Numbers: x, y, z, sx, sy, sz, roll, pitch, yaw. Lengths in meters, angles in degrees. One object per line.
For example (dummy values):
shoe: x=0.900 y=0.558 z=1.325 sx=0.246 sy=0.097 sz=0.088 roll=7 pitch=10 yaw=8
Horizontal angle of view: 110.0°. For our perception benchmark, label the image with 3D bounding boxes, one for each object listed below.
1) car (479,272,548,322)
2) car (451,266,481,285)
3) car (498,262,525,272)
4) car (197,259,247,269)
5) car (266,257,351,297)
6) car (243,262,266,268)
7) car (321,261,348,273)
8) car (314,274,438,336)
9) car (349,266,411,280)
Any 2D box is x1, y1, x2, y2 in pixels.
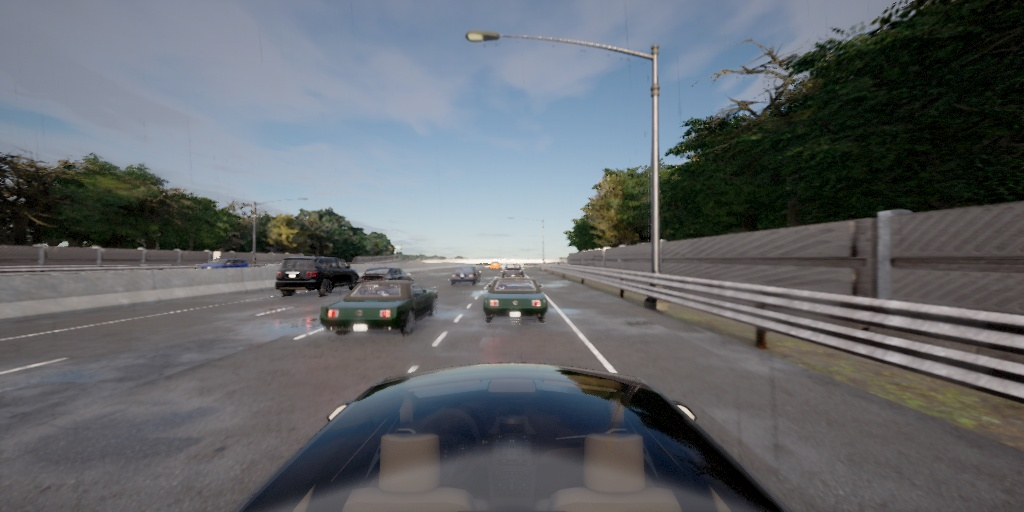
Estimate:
car: x=0.099 y=1.387 z=12.423 sx=1.895 sy=1.301 sz=4.718 roll=0 pitch=0 yaw=0
car: x=-3.502 y=1.468 z=27.729 sx=2.033 sy=1.411 sz=5.357 roll=0 pitch=-1 yaw=0
car: x=0.098 y=1.472 z=32.364 sx=2.128 sy=1.511 sz=4.902 roll=0 pitch=-1 yaw=0
car: x=-31.587 y=1.294 z=39.410 sx=2.150 sy=2.045 sz=5.566 roll=0 pitch=-1 yaw=0
car: x=-10.401 y=1.059 z=19.659 sx=2.150 sy=2.045 sz=5.566 roll=0 pitch=0 yaw=0
car: x=-24.594 y=1.561 z=36.697 sx=1.812 sy=1.442 sz=4.674 roll=0 pitch=-1 yaw=0
car: x=-28.005 y=1.689 z=56.738 sx=2.097 sy=1.767 sz=4.553 roll=0 pitch=-1 yaw=0
car: x=-3.500 y=1.376 z=10.512 sx=1.895 sy=1.301 sz=4.718 roll=0 pitch=0 yaw=0
car: x=-6.901 y=1.345 z=19.947 sx=1.837 sy=1.490 sz=4.892 roll=0 pitch=0 yaw=0
